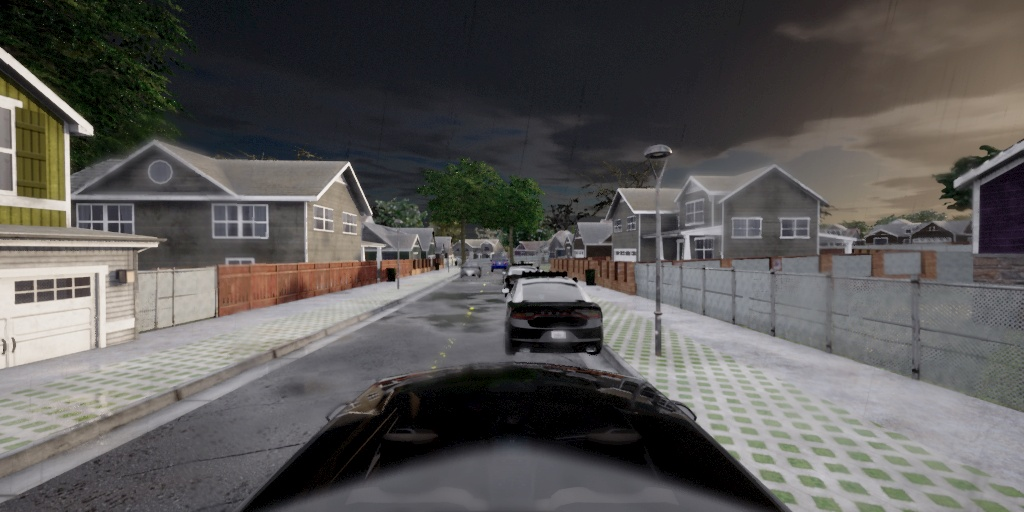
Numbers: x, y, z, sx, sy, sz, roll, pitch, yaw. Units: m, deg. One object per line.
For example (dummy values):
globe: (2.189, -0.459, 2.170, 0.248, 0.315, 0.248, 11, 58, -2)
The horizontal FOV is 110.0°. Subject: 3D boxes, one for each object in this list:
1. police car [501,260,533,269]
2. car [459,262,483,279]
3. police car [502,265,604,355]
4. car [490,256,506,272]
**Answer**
police car: (0.536, 1.186, 18.877, 1.930, 1.638, 5.238, 0, 0, -2)
car: (-3.728, 1.290, 33.042, 2.128, 1.511, 4.902, 0, 0, -3)
police car: (0.783, 1.176, 8.832, 1.930, 1.638, 5.238, 0, 0, -1)
car: (-1.672, 1.054, 47.443, 2.150, 2.045, 5.566, 0, 0, -3)
